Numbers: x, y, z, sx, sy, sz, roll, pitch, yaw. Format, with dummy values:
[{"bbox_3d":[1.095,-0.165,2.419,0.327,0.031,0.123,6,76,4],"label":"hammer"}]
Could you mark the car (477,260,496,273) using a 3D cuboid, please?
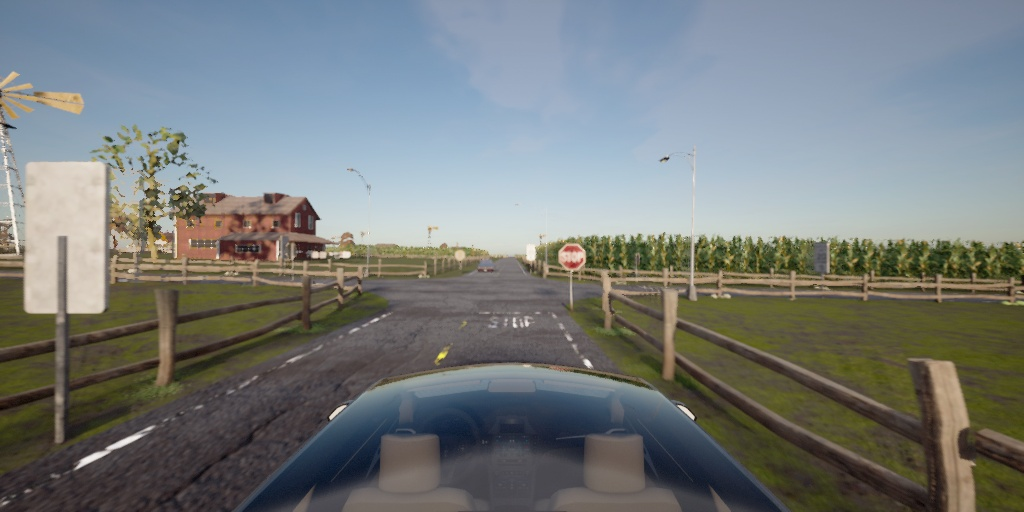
[{"bbox_3d":[-2.763,1.095,39.915,2.033,1.411,5.357,0,1,0],"label":"car"}]
